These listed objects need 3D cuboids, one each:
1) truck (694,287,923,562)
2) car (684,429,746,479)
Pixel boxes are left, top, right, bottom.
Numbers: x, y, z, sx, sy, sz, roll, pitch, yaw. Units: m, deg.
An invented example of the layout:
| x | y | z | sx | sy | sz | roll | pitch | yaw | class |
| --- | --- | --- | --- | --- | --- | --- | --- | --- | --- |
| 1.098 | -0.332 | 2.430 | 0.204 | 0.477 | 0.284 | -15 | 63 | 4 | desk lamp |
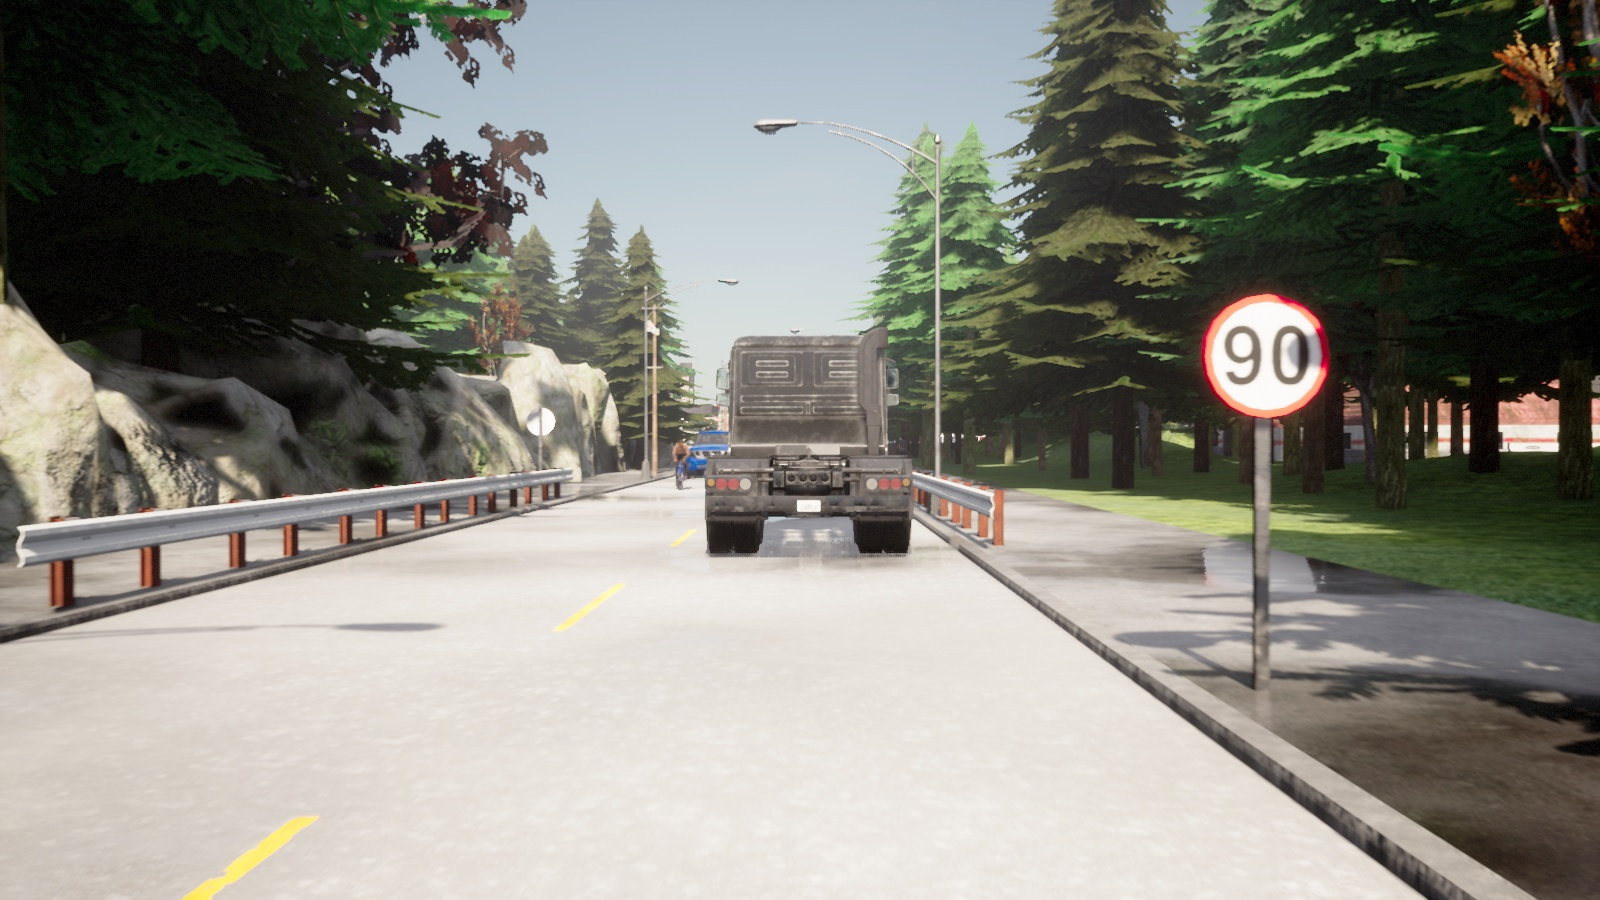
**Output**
| x | y | z | sx | sy | sz | roll | pitch | yaw | class |
| --- | --- | --- | --- | --- | --- | --- | --- | --- | --- |
| 0.126 | -0.347 | 19.783 | 2.891 | 3.462 | 7.936 | 0 | 0 | 0 | truck |
| -3.598 | 0.157 | 54.182 | 2.150 | 2.045 | 5.566 | 0 | 0 | 1 | car |
